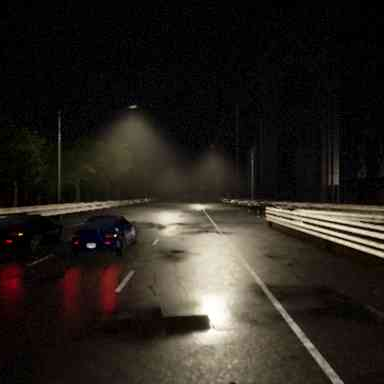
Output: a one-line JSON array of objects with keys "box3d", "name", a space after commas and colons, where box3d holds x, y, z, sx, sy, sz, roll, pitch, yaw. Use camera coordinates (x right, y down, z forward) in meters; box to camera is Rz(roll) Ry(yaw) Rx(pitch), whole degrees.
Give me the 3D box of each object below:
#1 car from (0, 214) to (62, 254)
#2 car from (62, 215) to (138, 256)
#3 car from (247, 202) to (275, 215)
[{"box3d": [-6.898, 1.664, 13.968, 1.812, 1.442, 4.674, 0, -1, 0], "name": "car"}, {"box3d": [-3.398, 1.660, 13.546, 1.812, 1.442, 4.674, 0, -1, 0], "name": "car"}, {"box3d": [8.068, 1.910, 39.199, 2.128, 1.511, 4.902, 0, -1, -11], "name": "car"}]
